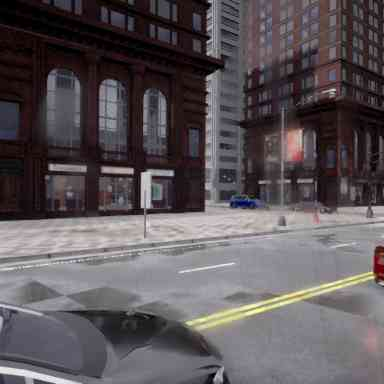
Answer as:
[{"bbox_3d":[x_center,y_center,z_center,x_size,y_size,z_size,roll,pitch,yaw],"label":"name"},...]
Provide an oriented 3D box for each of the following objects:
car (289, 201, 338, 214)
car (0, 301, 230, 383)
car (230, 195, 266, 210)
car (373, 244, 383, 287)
[{"bbox_3d":[13.421,1.726,37.136,2.033,1.411,5.357,1,-1,-35],"label":"car"},{"bbox_3d":[-1.888,1.492,2.097,4.902,1.511,2.128,0,0,-35],"label":"car"},{"bbox_3d":[7.544,1.447,45.415,2.150,2.045,5.566,1,-1,-35],"label":"car"},{"bbox_3d":[6.285,1.489,7.913,5.008,1.535,1.882,0,0,-35],"label":"car"}]
